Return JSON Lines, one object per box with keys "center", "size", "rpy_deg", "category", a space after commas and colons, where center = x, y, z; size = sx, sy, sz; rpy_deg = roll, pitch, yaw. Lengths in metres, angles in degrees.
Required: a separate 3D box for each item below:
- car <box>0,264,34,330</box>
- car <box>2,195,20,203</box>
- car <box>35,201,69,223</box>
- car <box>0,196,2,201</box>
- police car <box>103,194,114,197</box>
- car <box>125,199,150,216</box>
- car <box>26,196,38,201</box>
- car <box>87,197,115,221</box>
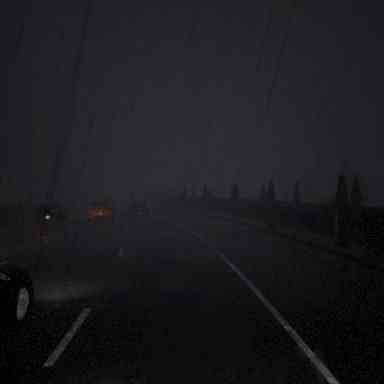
{"center": [-3.681, 1.505, 4.048], "size": [1.837, 1.490, 4.892], "rpy_deg": [0, 0, -2], "category": "car"}
{"center": [-35.236, 1.292, 65.349], "size": [2.097, 1.767, 4.553], "rpy_deg": [0, 0, -19], "category": "car"}
{"center": [-10.553, 1.473, 25.201], "size": [1.837, 1.490, 4.892], "rpy_deg": [0, 0, -15], "category": "car"}
{"center": [-40.802, 1.464, 70.733], "size": [2.033, 1.411, 5.357], "rpy_deg": [0, 0, -19], "category": "car"}
{"center": [-15.454, 1.235, 61.699], "size": [1.930, 1.638, 5.238], "rpy_deg": [0, 0, -19], "category": "police car"}
{"center": [-5.274, 1.379, 32.283], "size": [1.812, 1.442, 4.674], "rpy_deg": [0, 0, -17], "category": "car"}
{"center": [-31.908, 1.520, 66.437], "size": [1.895, 1.301, 4.718], "rpy_deg": [0, 0, -19], "category": "car"}
{"center": [-7.390, 1.433, 26.849], "size": [1.882, 1.535, 5.008], "rpy_deg": [0, 0, -15], "category": "car"}
